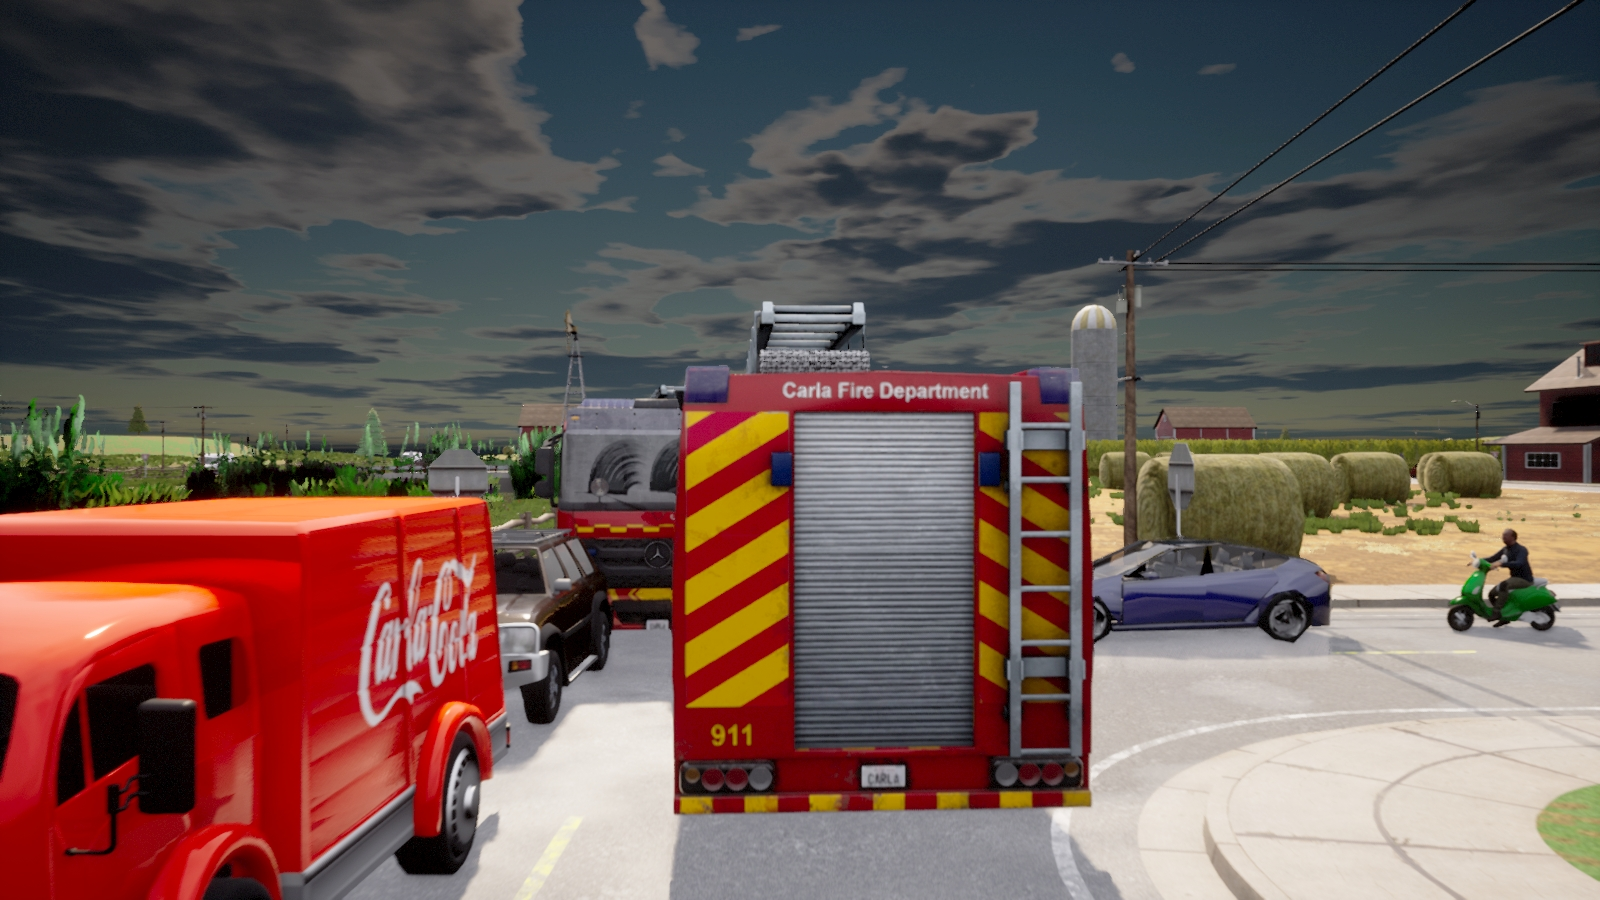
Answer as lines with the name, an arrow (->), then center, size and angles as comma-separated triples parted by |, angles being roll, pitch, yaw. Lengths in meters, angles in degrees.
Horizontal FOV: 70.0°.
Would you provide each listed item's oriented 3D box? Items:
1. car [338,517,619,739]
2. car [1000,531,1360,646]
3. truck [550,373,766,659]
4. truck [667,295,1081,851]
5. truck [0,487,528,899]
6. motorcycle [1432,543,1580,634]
car -> -3.439, 1.834, 13.223 | 1.932, 1.855, 4.605 | 0, 0, 0
car -> 5.706, 2.068, 17.598 | 4.792, 1.488, 2.163 | 0, 0, -4
truck -> -2.560, 0.871, 19.719 | 2.891, 3.827, 8.468 | 0, 0, -9
truck -> 0.276, 0.869, 12.174 | 2.891, 3.827, 8.468 | 0, 0, -3
truck -> -3.480, 1.534, 6.422 | 2.627, 2.467, 5.204 | 0, 0, 0
motorcycle -> 11.045, 2.150, 17.917 | 1.805, 1.316, 0.856 | 0, 0, -2
